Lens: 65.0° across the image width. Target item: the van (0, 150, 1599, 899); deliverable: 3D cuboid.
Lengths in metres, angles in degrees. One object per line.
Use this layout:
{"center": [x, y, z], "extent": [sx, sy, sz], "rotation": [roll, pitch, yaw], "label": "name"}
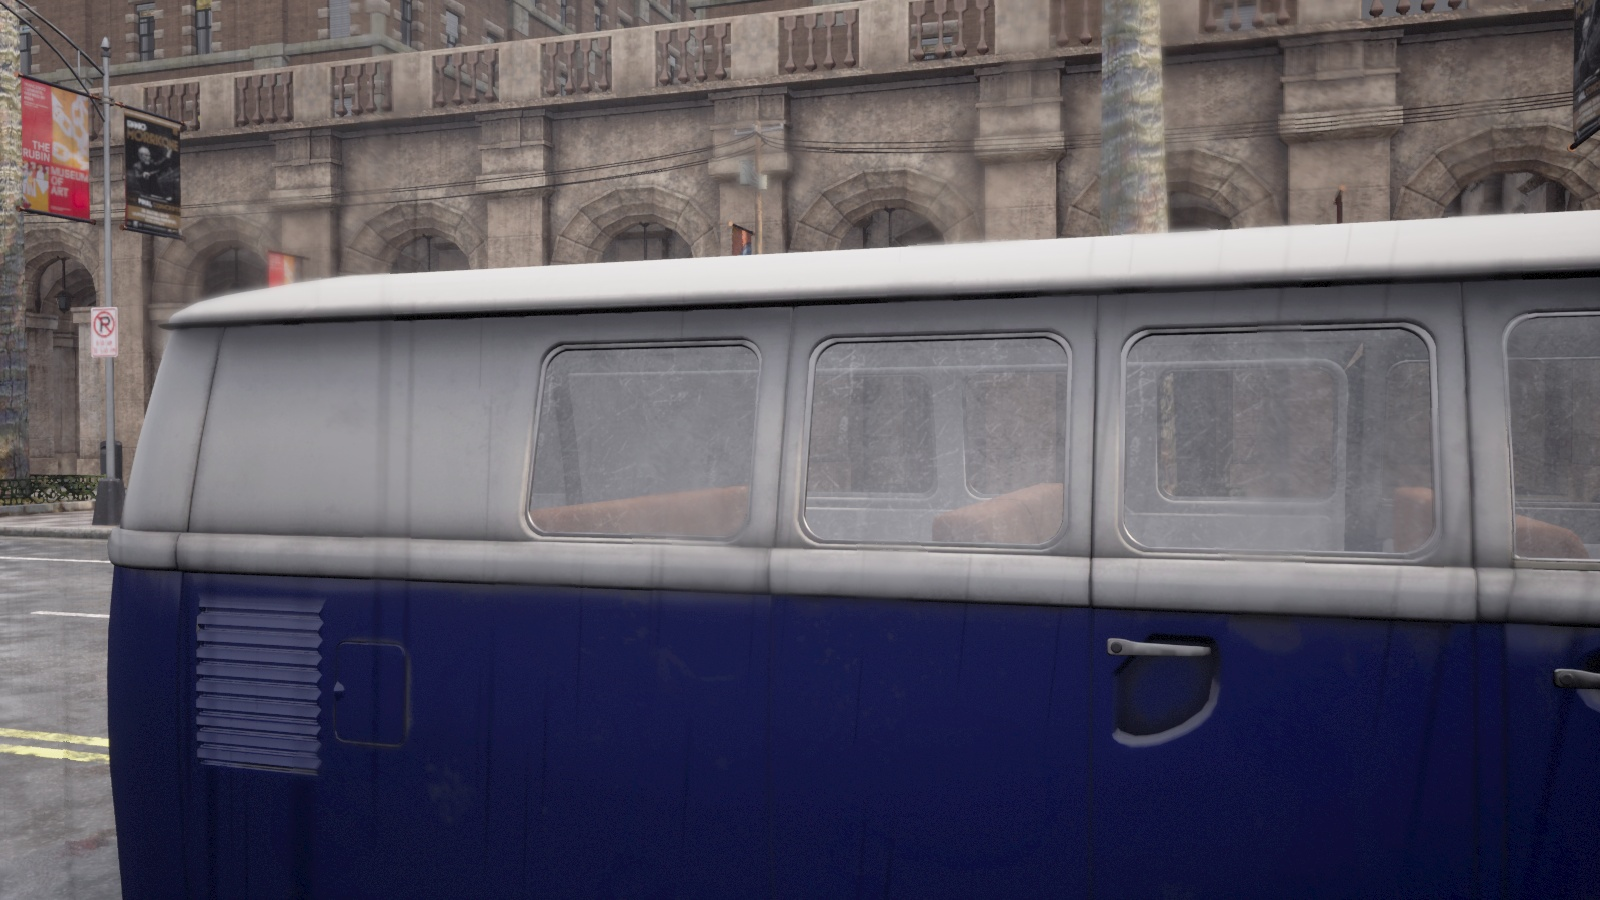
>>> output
{"center": [0.567, 0.533, 2.993], "extent": [4.442, 1.987, 1.775], "rotation": [1, 1, 18], "label": "van"}
